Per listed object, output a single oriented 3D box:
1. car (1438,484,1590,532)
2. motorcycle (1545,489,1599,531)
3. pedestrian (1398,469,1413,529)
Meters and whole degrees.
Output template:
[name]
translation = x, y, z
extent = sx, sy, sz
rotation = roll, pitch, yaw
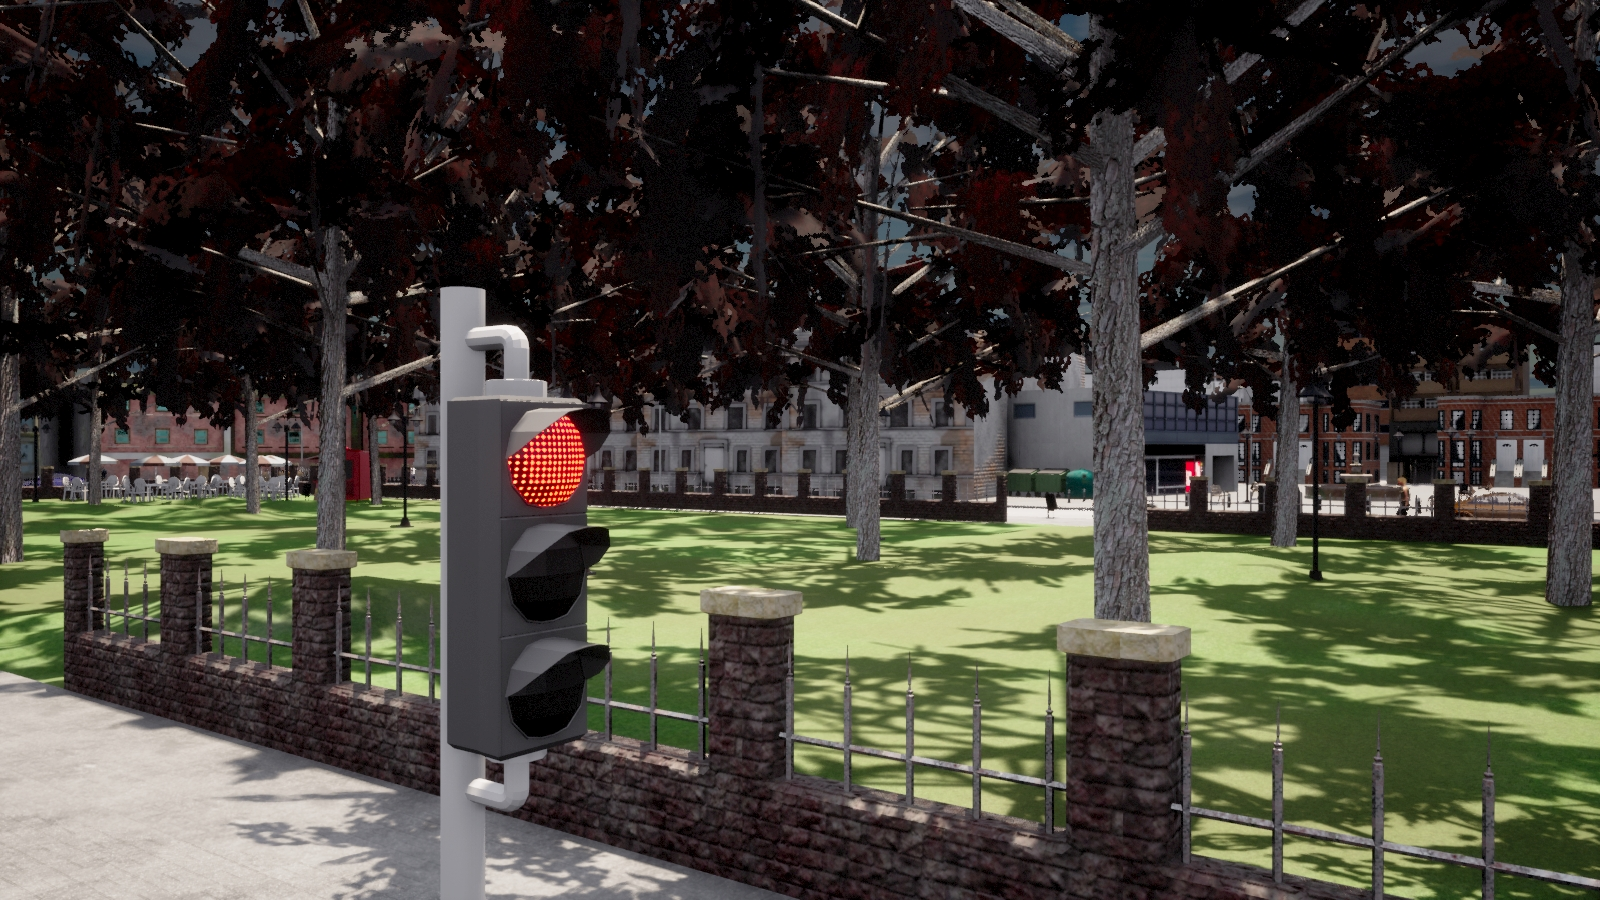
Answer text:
[car]
translation = 23.792, 1.899, 38.110
extent = 4.181, 1.385, 1.994
rotation = 0, 0, 36
[motorcycle]
translation = 25.489, 1.950, 36.881
extent = 2.356, 1.277, 0.764
rotation = 0, 0, 36
[pedestrian]
translation = 18.918, 1.523, 35.712
extent = 0.375, 1.860, 0.375
rotation = 0, 0, 36
